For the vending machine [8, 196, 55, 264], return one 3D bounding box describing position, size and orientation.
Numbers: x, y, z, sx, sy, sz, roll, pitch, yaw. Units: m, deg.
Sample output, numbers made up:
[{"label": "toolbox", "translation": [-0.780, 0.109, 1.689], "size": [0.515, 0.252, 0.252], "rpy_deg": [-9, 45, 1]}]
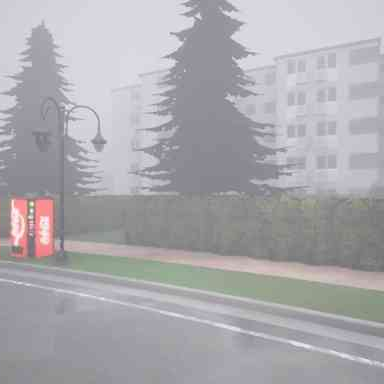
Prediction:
[{"label": "vending machine", "translation": [-5.294, 1.195, 11.041], "size": [0.880, 2.100, 1.100], "rpy_deg": [0, 0, 24]}]
